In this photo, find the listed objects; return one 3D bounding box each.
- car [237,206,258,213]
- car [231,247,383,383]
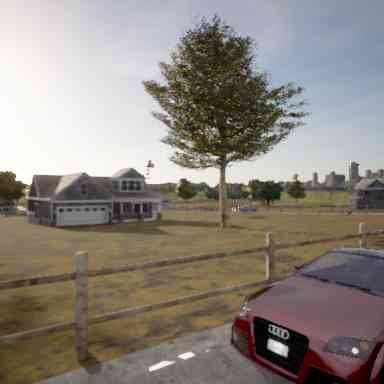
[{"bbox_3d":[11.789,3.667,70.532,1.882,1.535,5.008,0,-3,-36],"label":"car"},{"bbox_3d":[2.589,1.578,4.922,4.181,1.385,1.994,0,0,-36],"label":"car"}]
